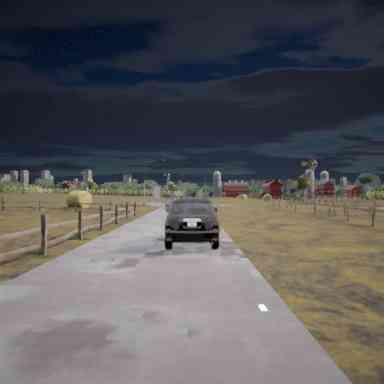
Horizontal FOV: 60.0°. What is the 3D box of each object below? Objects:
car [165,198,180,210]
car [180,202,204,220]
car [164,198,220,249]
[{"bbox_3d":[-2.750,1.640,47.663,1.837,1.490,4.892,0,0,0],"label":"car"},{"bbox_3d":[0.001,1.650,29.689,1.895,1.301,4.718,0,0,0],"label":"car"},{"bbox_3d":[0.001,1.267,14.686,2.150,2.045,5.566,0,0,0],"label":"car"}]
